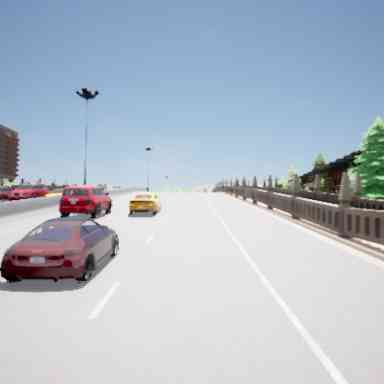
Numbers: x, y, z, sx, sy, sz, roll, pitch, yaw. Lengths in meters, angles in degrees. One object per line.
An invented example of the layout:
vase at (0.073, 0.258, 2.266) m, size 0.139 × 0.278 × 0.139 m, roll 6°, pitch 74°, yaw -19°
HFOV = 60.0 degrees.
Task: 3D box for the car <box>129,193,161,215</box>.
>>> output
car at (-3.406, 0.773, 24.667) m, size 1.882 × 1.535 × 5.008 m, roll 0°, pitch 2°, yaw 0°

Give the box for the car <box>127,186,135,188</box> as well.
car at (-13.971, -0.688, 76.883) m, size 2.033 × 1.411 × 5.357 m, roll 0°, pitch -1°, yaw 0°

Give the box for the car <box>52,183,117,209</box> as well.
car at (-6.916, 0.609, 22.121) m, size 2.150 × 2.045 × 5.566 m, roll 0°, pitch 2°, yaw 0°

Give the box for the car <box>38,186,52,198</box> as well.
car at (-14.080, 0.380, 35.591) m, size 1.882 × 1.535 × 5.008 m, roll 0°, pitch 2°, yaw 0°

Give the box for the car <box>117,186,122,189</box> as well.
car at (-17.470, -0.749, 77.301) m, size 1.837 × 1.490 × 4.892 m, roll 0°, pitch -1°, yaw 0°

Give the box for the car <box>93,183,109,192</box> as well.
car at (-20.971, -1.004, 76.863) m, size 2.150 × 2.045 × 5.566 m, roll 0°, pitch -1°, yaw 0°

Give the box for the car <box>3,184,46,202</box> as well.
car at (-17.579, 0.111, 36.025) m, size 2.150 × 2.045 × 5.566 m, roll 0°, pitch 2°, yaw 0°

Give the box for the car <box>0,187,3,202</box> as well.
car at (-21.076, 0.241, 35.948) m, size 2.097 × 1.767 × 4.553 m, roll 0°, pitch 2°, yaw 0°

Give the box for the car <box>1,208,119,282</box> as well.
car at (-3.412, 1.408, 9.358) m, size 1.994 × 1.385 × 4.181 m, roll 0°, pitch 2°, yaw 0°
